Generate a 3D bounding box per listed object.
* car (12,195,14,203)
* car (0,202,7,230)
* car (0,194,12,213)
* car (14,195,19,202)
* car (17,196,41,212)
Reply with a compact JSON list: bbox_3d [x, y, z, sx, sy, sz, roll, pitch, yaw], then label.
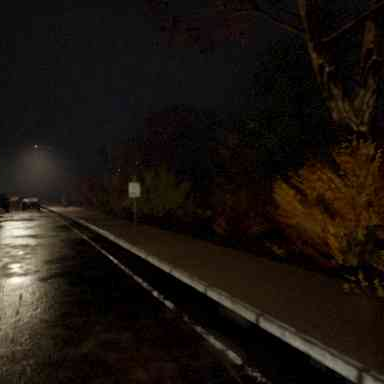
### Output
[{"bbox_3d":[-36.398,1.389,68.736,1.882,1.535,5.008,0,0,-32],"label":"car"},{"bbox_3d":[-11.087,1.480,17.274,2.128,1.511,4.902,0,0,-27],"label":"car"},{"bbox_3d":[-20.892,1.189,35.861,2.150,2.045,5.566,0,0,-29],"label":"car"},{"bbox_3d":[-26.620,1.418,52.605,1.882,1.535,5.008,0,0,-30],"label":"car"},{"bbox_3d":[-18.827,1.451,38.833,2.128,1.511,4.902,0,0,-29],"label":"car"}]
